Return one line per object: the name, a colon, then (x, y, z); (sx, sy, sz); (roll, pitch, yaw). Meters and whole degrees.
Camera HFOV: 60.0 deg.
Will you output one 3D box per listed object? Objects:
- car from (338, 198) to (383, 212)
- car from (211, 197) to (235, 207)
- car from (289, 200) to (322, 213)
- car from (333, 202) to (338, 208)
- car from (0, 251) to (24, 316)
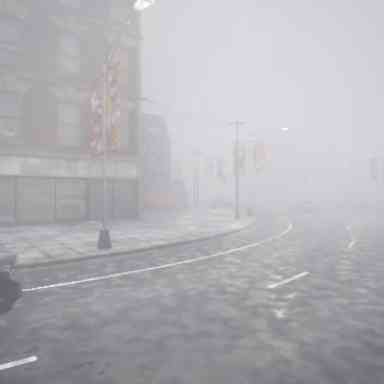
car: (19.925, 1.591, 38.822); (2.033, 1.411, 5.357); (0, 0, -9)
car: (4.846, 1.514, 51.786); (1.882, 1.535, 5.008); (0, 0, -27)
car: (12.751, 1.636, 37.656); (1.895, 1.301, 4.718); (0, 0, -8)
car: (21.630, 1.569, 45.920); (2.002, 1.452, 4.674); (0, 0, -15)
car: (-5.158, 1.503, 4.760); (4.892, 1.490, 1.837); (0, 0, -36)
